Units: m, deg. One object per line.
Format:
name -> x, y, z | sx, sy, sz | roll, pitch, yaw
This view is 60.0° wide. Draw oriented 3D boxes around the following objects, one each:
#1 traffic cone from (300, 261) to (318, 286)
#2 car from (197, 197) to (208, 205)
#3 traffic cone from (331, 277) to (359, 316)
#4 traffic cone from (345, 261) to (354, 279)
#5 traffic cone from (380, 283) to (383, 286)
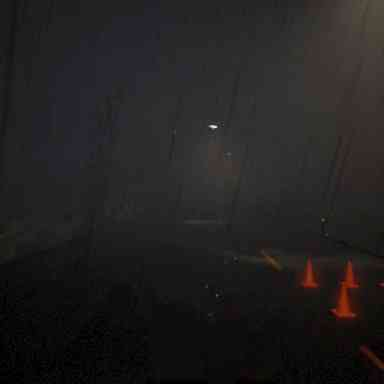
traffic cone -> 2.930, 2.016, 8.330 | 0.340, 0.580, 0.340 | 1, 0, 1
car -> 1.981, 1.625, 61.643 | 1.812, 1.442, 4.674 | 1, 0, 1
traffic cone -> 2.880, 2.013, 6.330 | 0.340, 0.580, 0.340 | 1, 0, 1
traffic cone -> 3.929, 2.033, 8.304 | 0.340, 0.580, 0.340 | 1, 0, 1
traffic cone -> 4.929, 2.051, 8.279 | 0.340, 0.580, 0.340 | 1, 0, 1
